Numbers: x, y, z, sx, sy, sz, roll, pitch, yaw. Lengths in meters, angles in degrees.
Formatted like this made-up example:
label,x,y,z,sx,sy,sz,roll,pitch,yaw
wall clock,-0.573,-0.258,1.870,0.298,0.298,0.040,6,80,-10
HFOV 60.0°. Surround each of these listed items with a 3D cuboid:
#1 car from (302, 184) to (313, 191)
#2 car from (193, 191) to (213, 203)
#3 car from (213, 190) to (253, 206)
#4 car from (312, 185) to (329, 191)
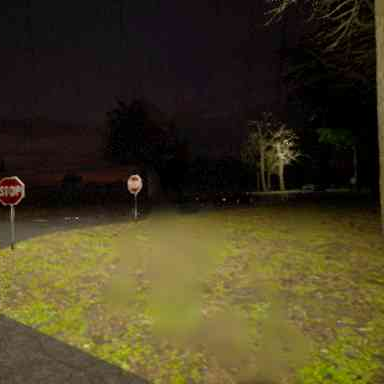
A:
label,x,y,z,sx,sy,sz,roll,pitch,yaw
car,28.465,-1.178,81.314,2.097,1.767,4.553,-2,1,35
car,2.024,0.620,42.671,2.128,1.511,4.902,-2,0,34
car,4.476,0.534,33.866,1.882,1.535,5.008,-2,0,34
car,28.454,-0.911,73.588,1.812,1.442,4.674,-2,1,28
